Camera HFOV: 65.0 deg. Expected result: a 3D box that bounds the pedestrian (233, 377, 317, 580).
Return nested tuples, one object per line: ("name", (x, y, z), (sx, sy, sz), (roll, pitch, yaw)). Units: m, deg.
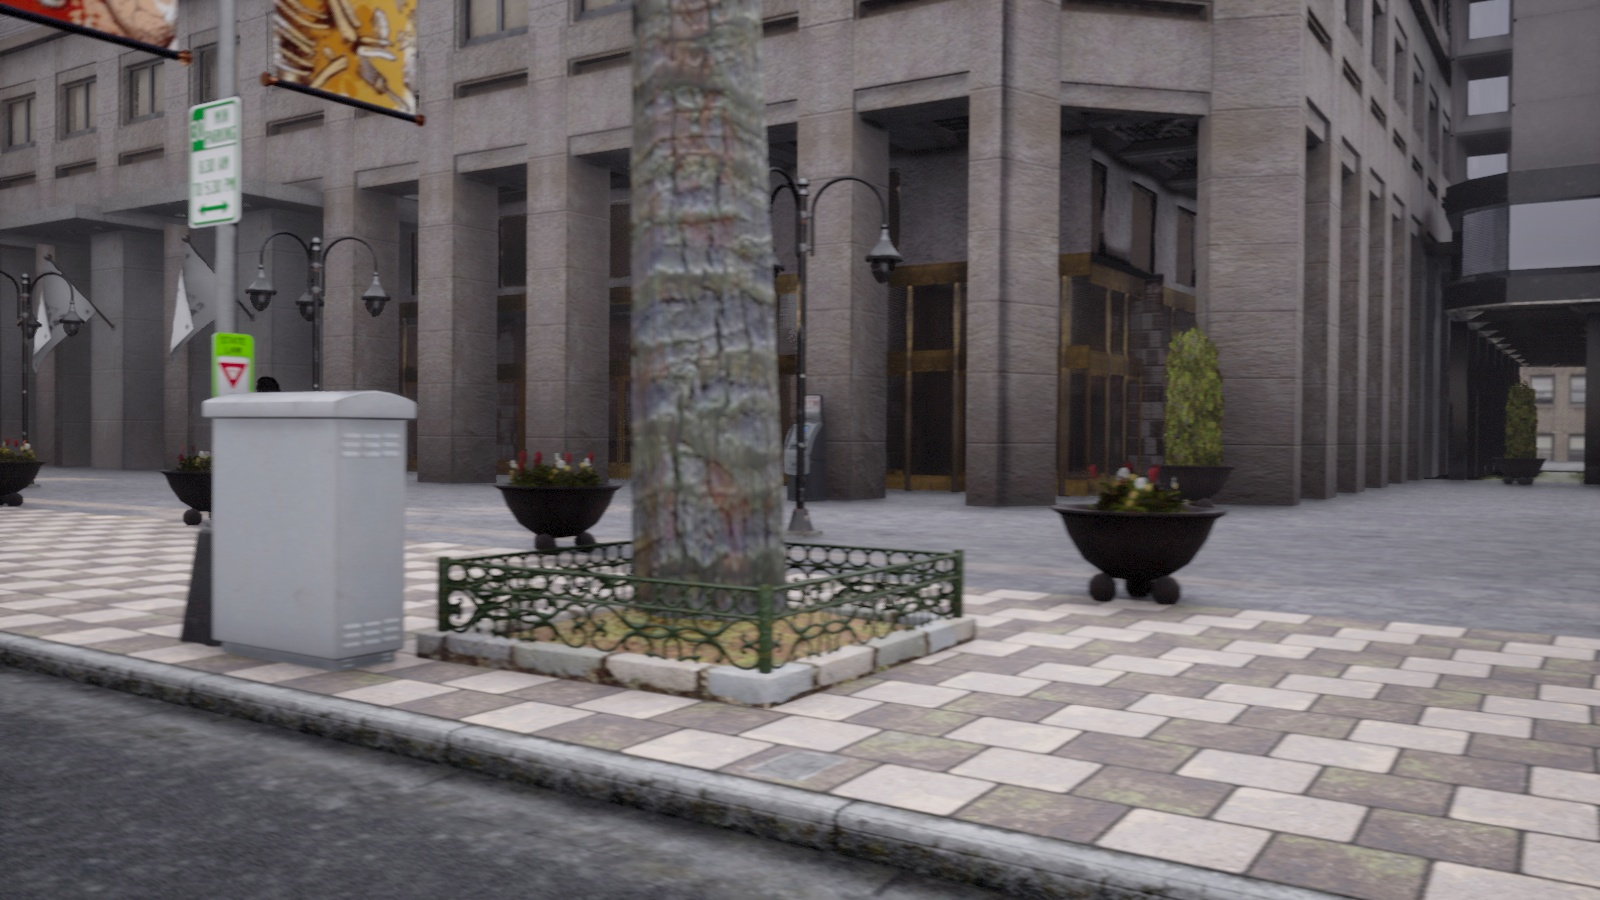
("pedestrian", (-5.127, 0.267, 12.271), (0.666, 1.930, 0.402), (0, 1, 28))
